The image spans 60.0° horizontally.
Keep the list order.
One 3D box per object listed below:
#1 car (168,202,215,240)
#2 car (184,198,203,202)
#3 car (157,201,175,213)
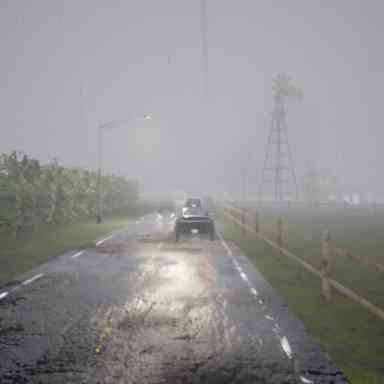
[{"bbox_3d":[0.128,1.497,16.921,2.128,1.511,4.902,0,0,0],"label":"car"},{"bbox_3d":[0.163,1.372,34.745,2.097,1.767,4.553,0,0,0],"label":"car"},{"bbox_3d":[-2.758,1.623,37.056,1.895,1.301,4.718,0,0,0],"label":"car"}]
